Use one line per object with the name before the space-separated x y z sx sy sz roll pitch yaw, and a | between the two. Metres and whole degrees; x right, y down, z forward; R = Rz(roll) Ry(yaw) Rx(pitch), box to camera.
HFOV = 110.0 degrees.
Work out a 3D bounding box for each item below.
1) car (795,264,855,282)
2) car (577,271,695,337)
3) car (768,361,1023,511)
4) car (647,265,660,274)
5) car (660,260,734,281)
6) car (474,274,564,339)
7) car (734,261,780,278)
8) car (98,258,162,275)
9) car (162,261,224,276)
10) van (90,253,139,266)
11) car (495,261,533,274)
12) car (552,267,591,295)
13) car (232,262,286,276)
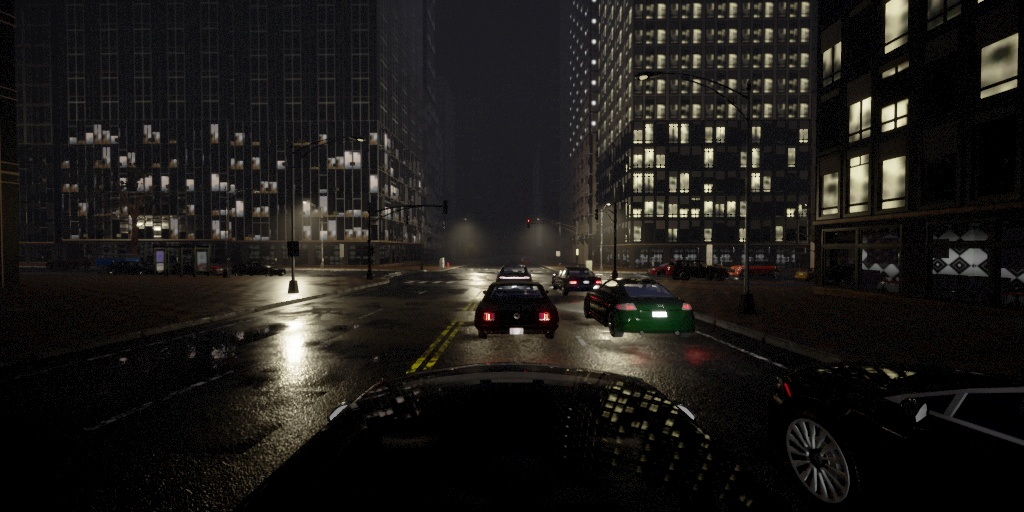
car | 27.665 1.578 31.415 4.829 1.417 1.751 0 0 1
car | 3.365 1.310 10.251 1.994 1.385 4.181 0 0 -1
car | 3.340 1.242 1.421 2.128 1.511 4.902 0 0 0
car | 16.308 1.424 37.397 4.181 1.385 1.994 1 1 1
car | 16.217 1.268 31.622 5.009 1.841 2.192 0 0 1
car | 0.106 1.347 10.023 1.895 1.301 4.718 0 0 0
car | 25.019 1.289 37.237 4.553 1.767 2.097 1 1 1
car | -34.072 1.069 32.501 4.313 1.339 1.948 0 0 1
car | -28.391 1.137 32.323 4.207 1.307 1.802 0 0 1
van | -45.255 0.604 41.172 3.998 1.789 1.690 0 0 1
car | 0.113 1.232 19.279 2.128 1.511 4.902 0 0 0
car | 3.399 1.288 19.481 2.033 1.411 5.357 0 0 -3
car | -22.707 1.173 32.184 4.313 1.339 1.948 0 0 1
